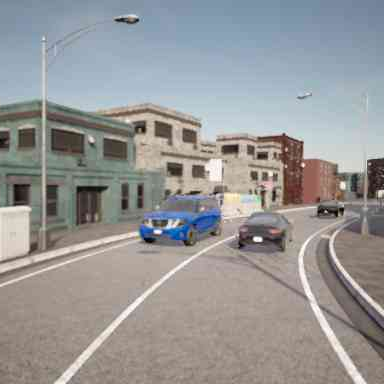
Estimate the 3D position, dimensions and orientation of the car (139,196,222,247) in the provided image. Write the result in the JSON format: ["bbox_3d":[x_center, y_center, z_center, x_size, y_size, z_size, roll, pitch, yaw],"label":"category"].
[{"bbox_3d":[-0.266,1.199,15.407,2.150,2.045,5.566,1,0,22],"label":"car"}]

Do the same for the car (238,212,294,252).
[{"bbox_3d":[3.247,1.562,14.209,1.812,1.442,4.674,1,0,22],"label":"car"}]

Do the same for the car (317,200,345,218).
[{"bbox_3d":[13.433,1.648,32.061,1.882,1.535,5.008,1,0,33],"label":"car"}]

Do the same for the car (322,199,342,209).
[{"bbox_3d":[21.448,1.848,50.946,1.895,1.301,4.718,1,0,34],"label":"car"}]
